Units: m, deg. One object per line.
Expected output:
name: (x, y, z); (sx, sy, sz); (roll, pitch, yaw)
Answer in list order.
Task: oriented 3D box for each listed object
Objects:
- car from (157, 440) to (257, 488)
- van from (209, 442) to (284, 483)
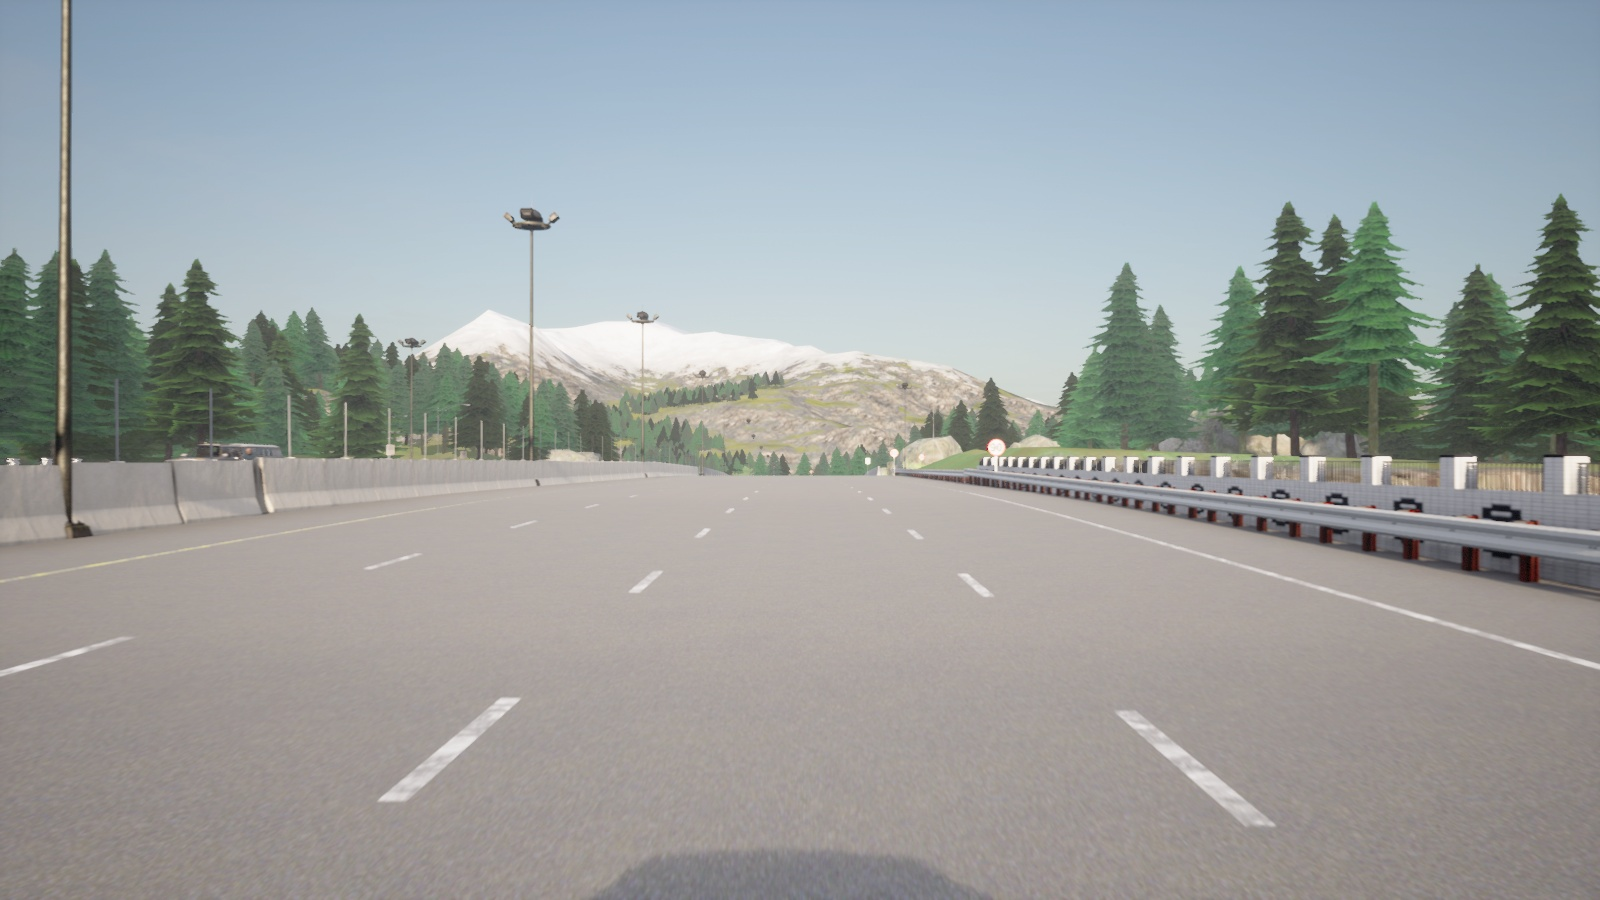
car: (-24.184, 0.567, 51.385); (1.932, 1.855, 4.605); (0, -1, 0)
van: (-27.627, 0.635, 62.812); (1.775, 1.987, 4.442); (0, -1, 0)
